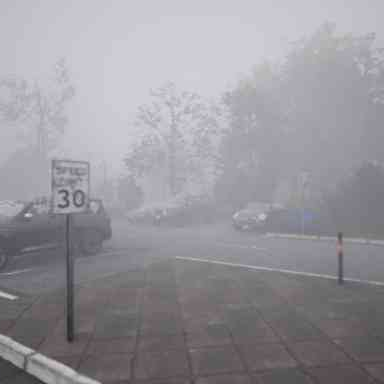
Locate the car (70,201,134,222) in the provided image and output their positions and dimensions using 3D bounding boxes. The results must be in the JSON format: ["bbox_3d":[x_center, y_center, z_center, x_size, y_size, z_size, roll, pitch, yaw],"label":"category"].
[{"bbox_3d":[-7.416,1.533,27.838,2.231,1.521,4.892,0,0,35],"label":"car"}]

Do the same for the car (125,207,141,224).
[{"bbox_3d":[-2.764,1.501,24.637,2.231,1.521,4.892,0,0,35],"label":"car"}]

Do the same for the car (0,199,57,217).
[{"bbox_3d":[-16.801,1.590,34.343,2.097,1.535,5.008,0,0,35],"label":"car"}]

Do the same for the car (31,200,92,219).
[{"bbox_3d":[-12.060,1.561,31.051,2.097,1.535,5.008,0,0,35],"label":"car"}]

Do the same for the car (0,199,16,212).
[{"bbox_3d":[-23.766,1.634,39.164,2.097,1.535,5.008,0,0,35],"label":"car"}]

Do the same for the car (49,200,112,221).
[{"bbox_3d":[-9.739,1.546,29.444,2.097,1.535,5.008,0,0,35],"label":"car"}]

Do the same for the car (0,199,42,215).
[{"bbox_3d":[-19.128,1.605,35.942,2.097,1.535,5.008,0,0,35],"label":"car"}]

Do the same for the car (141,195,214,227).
[{"bbox_3d":[-0.565,1.232,23.073,2.435,2.045,5.566,0,0,35],"label":"car"}]

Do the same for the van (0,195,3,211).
[{"bbox_3d":[-25.922,1.422,40.790,1.878,1.987,4.442,0,0,35],"label":"van"}]

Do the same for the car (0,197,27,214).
[{"bbox_3d":[-21.430,1.494,37.579,2.185,1.767,4.553,0,0,35],"label":"car"}]

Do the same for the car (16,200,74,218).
[{"bbox_3d":[-14.363,1.605,32.686,2.163,1.488,4.792,0,0,35],"label":"car"}]

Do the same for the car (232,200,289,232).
[{"bbox_3d":[4.169,1.311,19.755,2.185,1.767,4.553,0,0,35],"label":"car"}]

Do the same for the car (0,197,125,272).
[{"bbox_3d":[-5.223,1.213,11.006,2.435,2.045,5.566,0,0,35],"label":"car"}]
